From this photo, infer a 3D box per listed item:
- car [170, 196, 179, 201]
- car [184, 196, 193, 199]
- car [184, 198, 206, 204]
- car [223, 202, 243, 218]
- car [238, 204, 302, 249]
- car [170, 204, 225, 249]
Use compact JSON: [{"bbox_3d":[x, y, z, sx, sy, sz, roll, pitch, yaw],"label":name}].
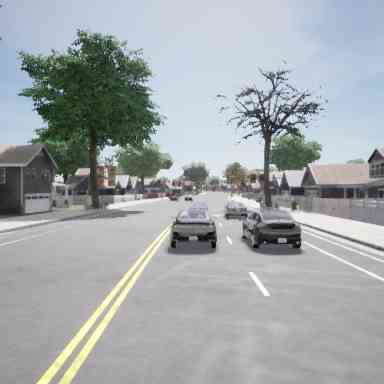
[{"bbox_3d":[-4.032,1.471,76.118,1.895,1.301,4.718,0,0,2],"label":"car"},{"bbox_3d":[-0.786,1.474,75.955,1.895,1.301,4.718,0,0,2],"label":"car"},{"bbox_3d":[0.586,1.548,29.576,2.033,1.411,5.357,0,0,2],"label":"car"},{"bbox_3d":[3.834,1.549,29.445,2.033,1.411,5.357,0,0,2],"label":"car"},{"bbox_3d":[3.342,1.512,14.556,1.837,1.490,4.892,0,0,1],"label":"car"},{"bbox_3d":[0.092,1.490,14.619,2.128,1.511,4.902,0,0,1],"label":"car"}]
